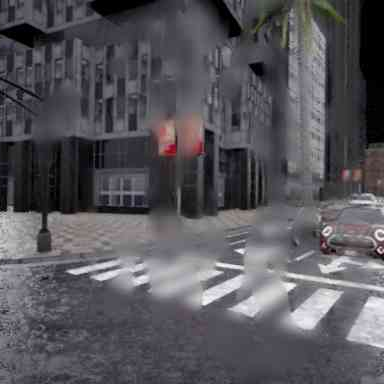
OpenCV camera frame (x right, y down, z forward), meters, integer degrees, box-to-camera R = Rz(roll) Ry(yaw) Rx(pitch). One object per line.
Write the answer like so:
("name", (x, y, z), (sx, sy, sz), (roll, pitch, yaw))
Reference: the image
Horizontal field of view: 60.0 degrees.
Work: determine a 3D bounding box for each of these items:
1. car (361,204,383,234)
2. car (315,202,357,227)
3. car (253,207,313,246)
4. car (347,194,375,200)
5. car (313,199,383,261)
("car", (11.728, 1.519, 19.980), (2.033, 1.411, 5.357), (0, 0, 35))
("car", (10.291, 1.483, 23.563), (1.812, 1.442, 4.674), (0, 0, 35))
("car", (4.490, 1.444, 15.356), (2.128, 1.511, 4.902), (0, 0, 36))
("car", (16.416, 1.189, 32.203), (2.150, 2.045, 5.566), (0, 0, 35))
("car", (6.258, 1.320, 12.246), (2.097, 1.767, 4.553), (0, 0, 35))
